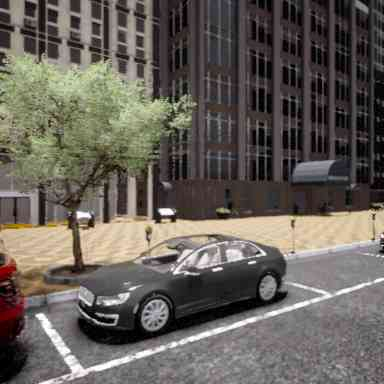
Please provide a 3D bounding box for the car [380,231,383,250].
[{"bbox_3d":[9.036,1.579,13.010,4.403,1.369,2.008,0,0,-36],"label":"car"}]

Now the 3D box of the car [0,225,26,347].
[{"bbox_3d":[-4.453,1.312,3.388,5.009,1.841,2.192,0,0,-36],"label":"car"}]

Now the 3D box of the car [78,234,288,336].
[{"bbox_3d":[0.044,1.558,6.595,4.403,1.369,2.008,0,0,-36],"label":"car"}]
